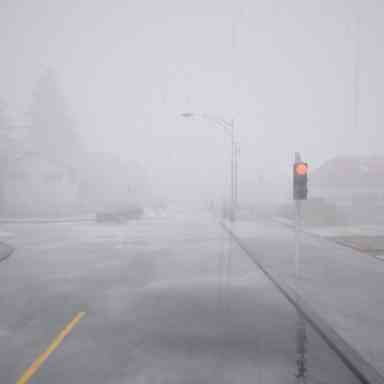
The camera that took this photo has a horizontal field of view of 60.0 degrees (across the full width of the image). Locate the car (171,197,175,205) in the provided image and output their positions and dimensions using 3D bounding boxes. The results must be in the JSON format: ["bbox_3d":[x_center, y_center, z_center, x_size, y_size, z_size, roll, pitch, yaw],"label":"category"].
[{"bbox_3d":[-4.084,1.525,58.508,1.812,1.442,4.674,0,0,0],"label":"car"}]

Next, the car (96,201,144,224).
[{"bbox_3d":[-5.272,1.477,24.867,1.882,1.535,5.008,1,0,15],"label":"car"}]

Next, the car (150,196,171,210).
[{"bbox_3d":[-4.103,1.504,42.035,1.837,1.490,4.892,0,0,0],"label":"car"}]
